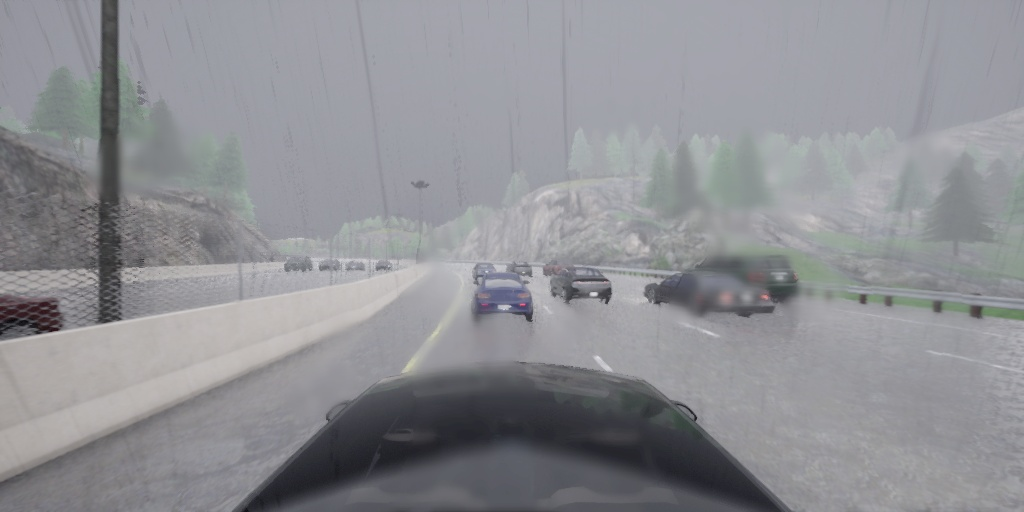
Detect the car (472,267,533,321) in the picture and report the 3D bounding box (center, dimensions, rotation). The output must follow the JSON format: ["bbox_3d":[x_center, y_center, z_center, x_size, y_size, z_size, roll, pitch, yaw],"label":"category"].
[{"bbox_3d":[-0.354,1.277,12.341,1.812,1.442,4.674,0,0,-3],"label":"car"}]

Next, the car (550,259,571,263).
[{"bbox_3d":[4.274,1.095,33.063,2.097,1.767,4.553,0,0,-9],"label":"car"}]

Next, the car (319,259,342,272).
[{"bbox_3d":[-24.625,1.161,48.708,2.097,1.767,4.553,0,0,-16],"label":"car"}]

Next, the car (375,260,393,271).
[{"bbox_3d":[-17.458,1.300,49.134,1.837,1.490,4.892,0,-1,-16],"label":"car"}]

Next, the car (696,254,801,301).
[{"bbox_3d":[9.929,0.950,16.170,2.150,2.045,5.566,0,0,-5],"label":"car"}]

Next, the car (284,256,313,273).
[{"bbox_3d":[-27.667,1.037,46.699,2.150,2.045,5.566,0,0,-16],"label":"car"}]

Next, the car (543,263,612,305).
[{"bbox_3d":[2.903,1.236,15.966,2.128,1.511,4.902,0,0,-5],"label":"car"}]

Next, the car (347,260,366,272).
[{"bbox_3d":[-20.720,1.291,47.768,2.128,1.511,4.902,0,0,-16],"label":"car"}]

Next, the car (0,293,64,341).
[{"bbox_3d":[-10.737,1.252,5.698,1.882,1.535,5.008,0,0,-2],"label":"car"}]

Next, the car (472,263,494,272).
[{"bbox_3d":[-2.415,1.305,30.965,2.033,1.411,5.357,0,0,-9],"label":"car"}]

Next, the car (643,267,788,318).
[{"bbox_3d":[6.670,1.283,12.909,2.033,1.411,5.357,0,0,-4],"label":"car"}]

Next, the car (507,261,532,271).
[{"bbox_3d":[0.628,1.243,33.690,2.128,1.511,4.902,0,0,-10],"label":"car"}]
